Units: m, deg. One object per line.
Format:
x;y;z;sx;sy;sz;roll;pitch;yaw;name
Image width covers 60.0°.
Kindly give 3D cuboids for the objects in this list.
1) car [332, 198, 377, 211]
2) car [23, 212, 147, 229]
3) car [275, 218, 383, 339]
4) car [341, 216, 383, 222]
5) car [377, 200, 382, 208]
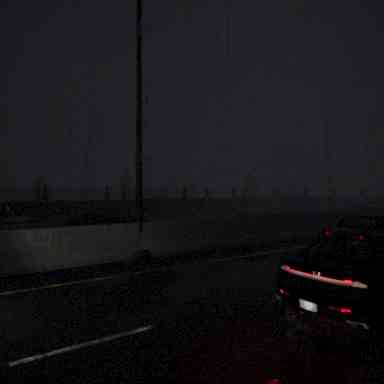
15.444;1.512;32.079;4.674;1.442;1.812;0;0;-34;car
-4.392;1.545;13.759;5.357;1.411;2.033;0;0;-36;car
3.717;1.489;6.399;4.902;1.511;2.128;0;0;-36;car
7.270;1.595;13.236;4.718;1.301;1.895;0;0;-36;car
20.611;1.489;39.595;4.892;1.490;1.837;1;-1;-31;car
